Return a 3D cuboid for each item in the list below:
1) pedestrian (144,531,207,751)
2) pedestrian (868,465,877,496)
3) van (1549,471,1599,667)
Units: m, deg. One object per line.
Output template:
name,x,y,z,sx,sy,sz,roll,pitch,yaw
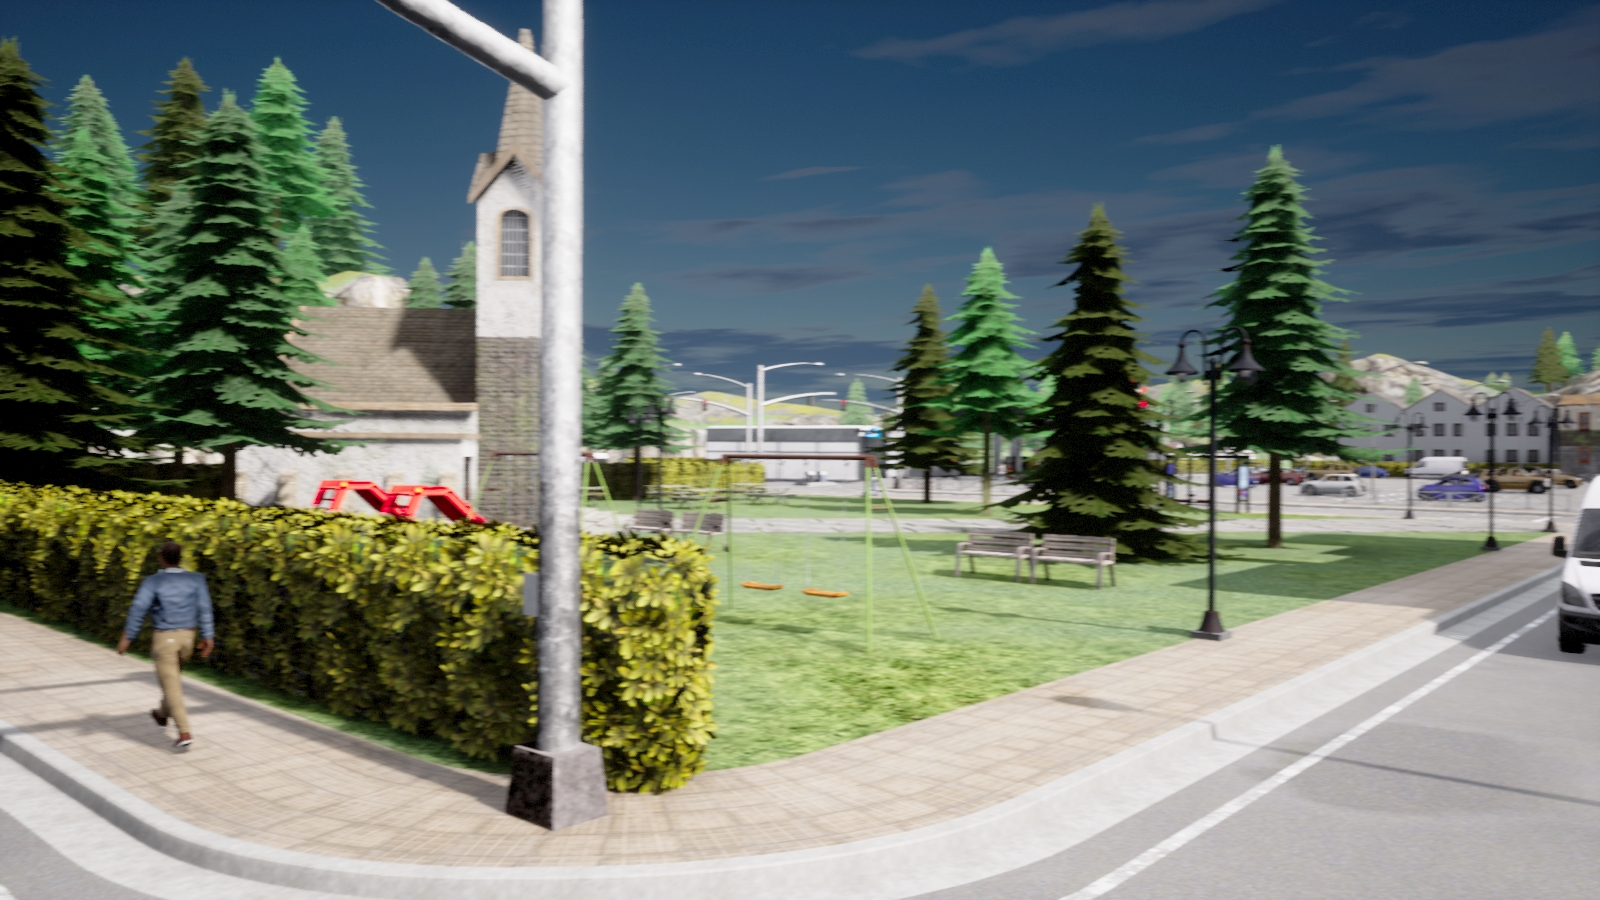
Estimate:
pedestrian,-5.526,1.665,10.111,0.375,1.860,0.375,0,0,44
pedestrian,4.311,1.815,67.884,0.375,1.860,0.375,0,0,38
van,12.952,1.636,17.189,1.988,2.561,5.915,0,0,41
